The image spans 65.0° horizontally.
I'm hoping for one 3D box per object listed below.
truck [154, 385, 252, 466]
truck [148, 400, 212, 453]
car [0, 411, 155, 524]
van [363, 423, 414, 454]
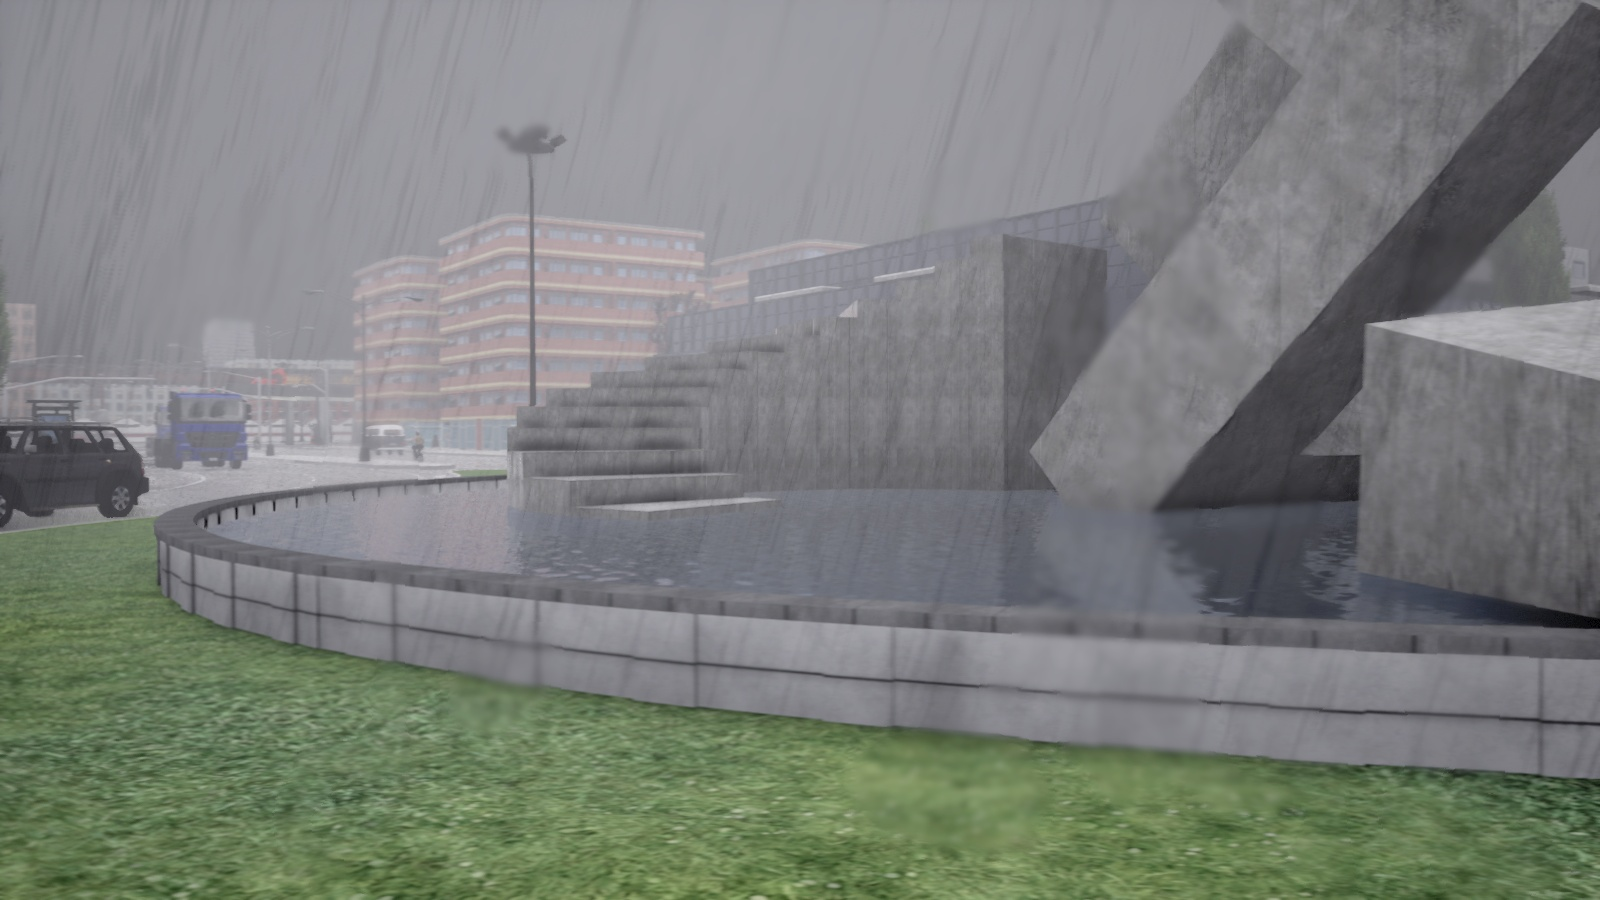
[{"bbox_3d":[-27.472,-1.122,57.604,2.891,3.462,7.936,0,1,-34],"label":"truck"},{"bbox_3d":[-42.536,-1.605,85.996,2.891,3.462,7.936,0,1,-34],"label":"truck"},{"bbox_3d":[-13.804,0.259,22.107,1.932,1.855,4.605,0,1,11],"label":"car"},{"bbox_3d":[-27.802,-0.820,84.756,2.069,2.038,4.480,0,1,-34],"label":"van"}]
